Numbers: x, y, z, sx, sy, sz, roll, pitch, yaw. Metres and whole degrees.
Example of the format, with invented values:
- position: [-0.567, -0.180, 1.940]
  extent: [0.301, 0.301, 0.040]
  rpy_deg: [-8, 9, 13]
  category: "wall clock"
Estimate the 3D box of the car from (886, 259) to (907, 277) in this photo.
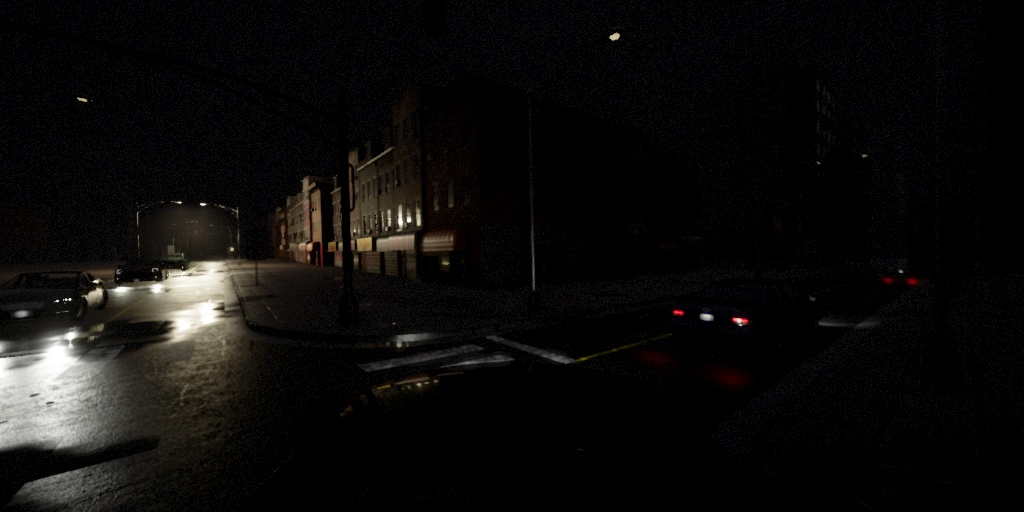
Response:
- position: [32.474, 0.997, 29.401]
  extent: [4.674, 1.442, 1.812]
  rpy_deg: [0, 0, -33]
  category: "car"

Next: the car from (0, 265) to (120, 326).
- position: [-14.534, 1.240, 11.329]
  extent: [2.128, 1.511, 4.902]
  rpy_deg: [-2, 2, -40]
  category: "car"

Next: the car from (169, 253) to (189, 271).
- position: [-36.121, 0.688, 38.255]
  extent: [2.150, 2.045, 5.566]
  rpy_deg: [-2, 2, -39]
  category: "car"

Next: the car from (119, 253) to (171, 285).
- position: [-24.852, 0.921, 24.136]
  extent: [2.097, 1.767, 4.553]
  rpy_deg: [-2, 2, -39]
  category: "car"

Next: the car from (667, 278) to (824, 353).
- position: [5.872, 1.262, 8.766]
  extent: [5.357, 1.411, 2.033]
  rpy_deg: [-1, 0, -39]
  category: "car"
